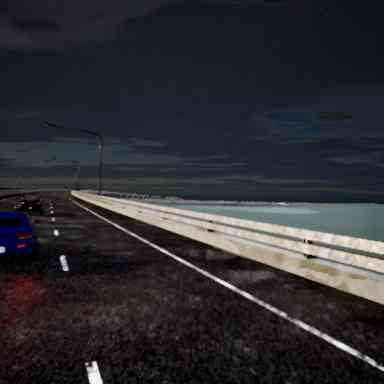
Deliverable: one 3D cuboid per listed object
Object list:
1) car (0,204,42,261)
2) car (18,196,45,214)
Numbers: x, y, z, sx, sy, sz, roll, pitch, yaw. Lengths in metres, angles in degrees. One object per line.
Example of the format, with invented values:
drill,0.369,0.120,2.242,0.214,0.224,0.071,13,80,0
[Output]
car,-6.053,1.336,10.938,1.812,1.442,4.674,1,0,-24
car,-13.727,1.047,28.493,2.128,1.511,4.902,1,0,-23
